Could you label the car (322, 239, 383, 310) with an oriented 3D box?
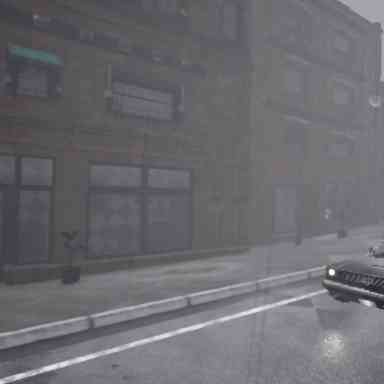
[{"bbox_3d":[4.903,1.676,7.182,4.718,1.301,1.895,1,0,-35],"label":"car"}]
